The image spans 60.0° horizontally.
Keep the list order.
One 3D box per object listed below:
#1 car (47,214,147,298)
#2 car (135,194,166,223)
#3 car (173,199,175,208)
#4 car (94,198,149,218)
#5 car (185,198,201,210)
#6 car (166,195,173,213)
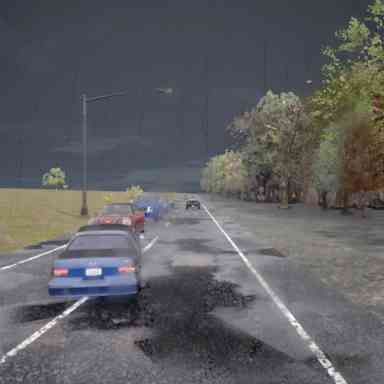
[{"bbox_3d":[-2.259,1.548,8.734,2.033,1.411,5.357,0,0,-9],"label":"car"},{"bbox_3d":[-3.562,1.221,26.257,2.150,2.045,5.566,0,0,-1],"label":"car"},{"bbox_3d":[-3.519,1.346,46.269,2.097,1.767,4.553,0,0,0],"label":"car"},{"bbox_3d":[-3.645,1.353,16.593,2.097,1.767,4.553,0,0,1],"label":"car"},{"bbox_3d":[0.131,1.500,43.931,1.837,1.490,4.892,0,0,-1],"label":"car"},{"bbox_3d":[-3.536,1.350,36.262,2.097,1.767,4.553,0,0,0],"label":"car"}]
